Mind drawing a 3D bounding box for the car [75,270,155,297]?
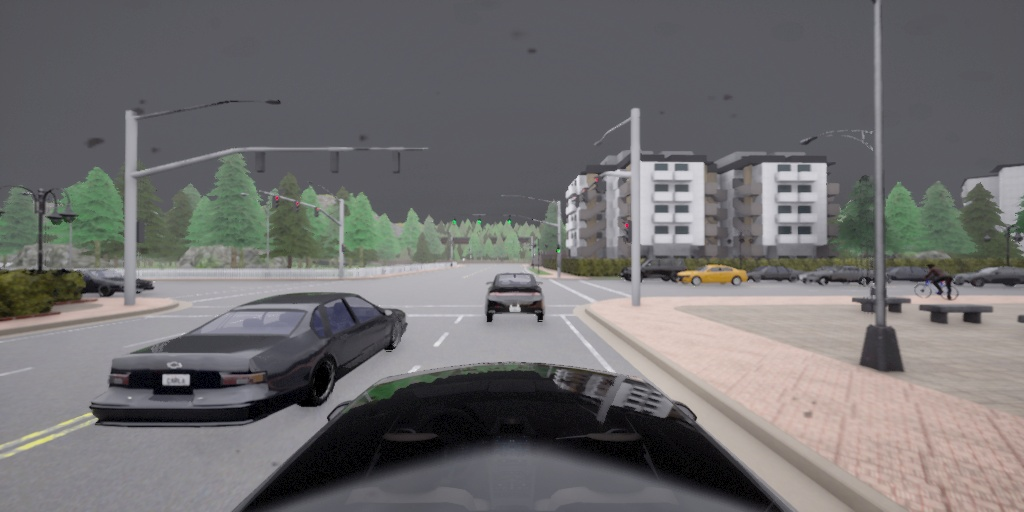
[{"bbox_3d":[-22.970,1.465,19.566,5.357,1.411,2.033,0,-1,-1],"label":"car"}]

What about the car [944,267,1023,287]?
[{"bbox_3d":[34.777,1.500,25.751,4.674,1.442,1.812,0,-1,17],"label":"car"}]

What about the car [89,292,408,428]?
[{"bbox_3d":[-3.427,1.340,6.184,2.033,1.411,5.357,0,-1,0],"label":"car"}]

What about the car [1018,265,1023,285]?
[{"bbox_3d":[42.277,1.461,26.692,5.008,1.535,1.882,0,-1,25],"label":"car"}]

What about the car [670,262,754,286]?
[{"bbox_3d":[15.304,1.470,27.594,5.008,1.535,1.882,0,-1,-2],"label":"car"}]

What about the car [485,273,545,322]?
[{"bbox_3d":[0.097,1.345,12.741,2.128,1.511,4.902,0,-1,0],"label":"car"}]

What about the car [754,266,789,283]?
[{"bbox_3d":[22.467,1.573,31.208,5.357,1.411,2.033,0,-1,1],"label":"car"}]

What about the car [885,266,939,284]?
[{"bbox_3d":[32.689,1.562,30.018,5.357,1.411,2.033,0,-1,13],"label":"car"}]

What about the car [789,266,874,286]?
[{"bbox_3d":[24.797,1.482,27.513,4.902,1.511,2.128,0,-1,4],"label":"car"}]

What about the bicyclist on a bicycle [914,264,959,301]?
[{"bbox_3d":[19.395,1.188,16.421,0.582,1.620,1.656,0,-1,-3],"label":"bicyclist on a bicycle"}]

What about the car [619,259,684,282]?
[{"bbox_3d":[12.222,1.245,31.005,5.566,2.045,2.150,0,-1,-2],"label":"car"}]
